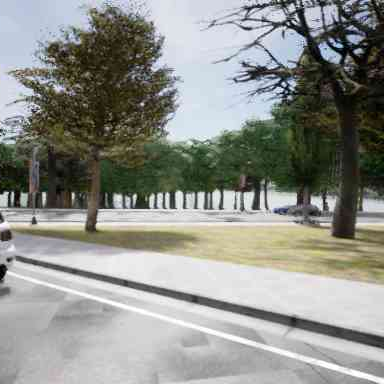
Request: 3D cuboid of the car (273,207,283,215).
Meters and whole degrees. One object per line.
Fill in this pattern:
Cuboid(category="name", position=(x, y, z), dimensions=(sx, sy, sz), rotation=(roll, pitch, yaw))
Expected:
Cuboid(category="car", position=(14.834, 2.672, 50.773), dimensions=(5.008, 1.535, 1.882), rotation=(2, 0, -11))

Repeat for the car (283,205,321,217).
Cuboid(category="car", position=(15.986, 2.598, 47.683), dimensions=(4.553, 1.767, 2.097), rotation=(1, 1, -11))

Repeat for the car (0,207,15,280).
Cuboid(category="car", position=(-6.742, 1.201, 8.497), dimensions=(5.566, 2.045, 2.150), rotation=(-1, -1, 35))
